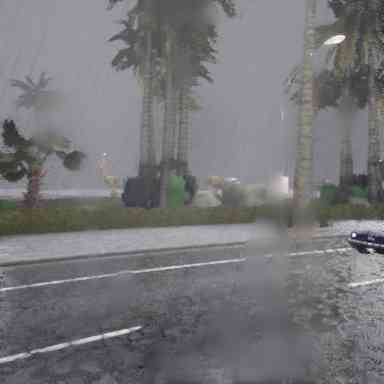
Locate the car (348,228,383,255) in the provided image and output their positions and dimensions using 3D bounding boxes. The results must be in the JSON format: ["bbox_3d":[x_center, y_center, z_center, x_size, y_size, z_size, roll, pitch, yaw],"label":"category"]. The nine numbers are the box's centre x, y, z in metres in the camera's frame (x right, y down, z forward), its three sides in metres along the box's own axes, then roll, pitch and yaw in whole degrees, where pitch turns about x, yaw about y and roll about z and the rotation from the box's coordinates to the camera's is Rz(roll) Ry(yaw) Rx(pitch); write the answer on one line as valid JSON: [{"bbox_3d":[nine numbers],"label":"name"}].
[{"bbox_3d":[7.807,1.572,11.536,4.718,1.301,1.895,0,0,-22],"label":"car"}]
